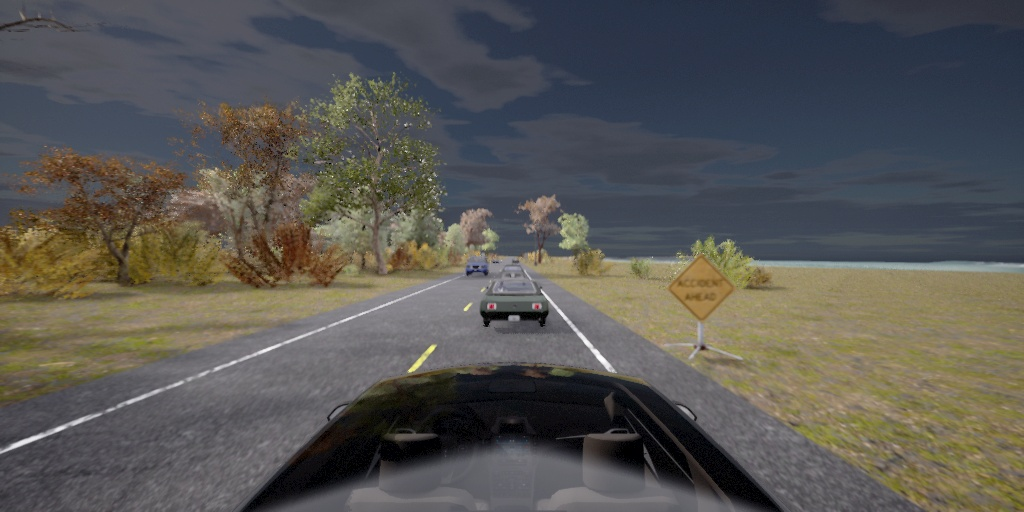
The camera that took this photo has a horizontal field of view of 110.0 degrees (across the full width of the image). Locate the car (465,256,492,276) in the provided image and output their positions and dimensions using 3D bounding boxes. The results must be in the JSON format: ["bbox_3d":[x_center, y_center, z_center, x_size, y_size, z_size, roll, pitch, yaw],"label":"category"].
[{"bbox_3d":[-3.625,1.068,38.441,2.150,2.045,5.566,0,0,0],"label":"car"}]

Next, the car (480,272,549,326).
[{"bbox_3d":[0.074,1.378,11.790,1.895,1.301,4.718,0,0,0],"label":"car"}]

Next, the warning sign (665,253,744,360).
[{"bbox_3d":[3.548,0.879,6.732,1.300,1.860,1.060,0,0,0],"label":"warning sign"}]

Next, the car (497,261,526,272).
[{"bbox_3d":[0.067,1.366,27.214,2.033,1.411,5.357,0,0,0],"label":"car"}]
